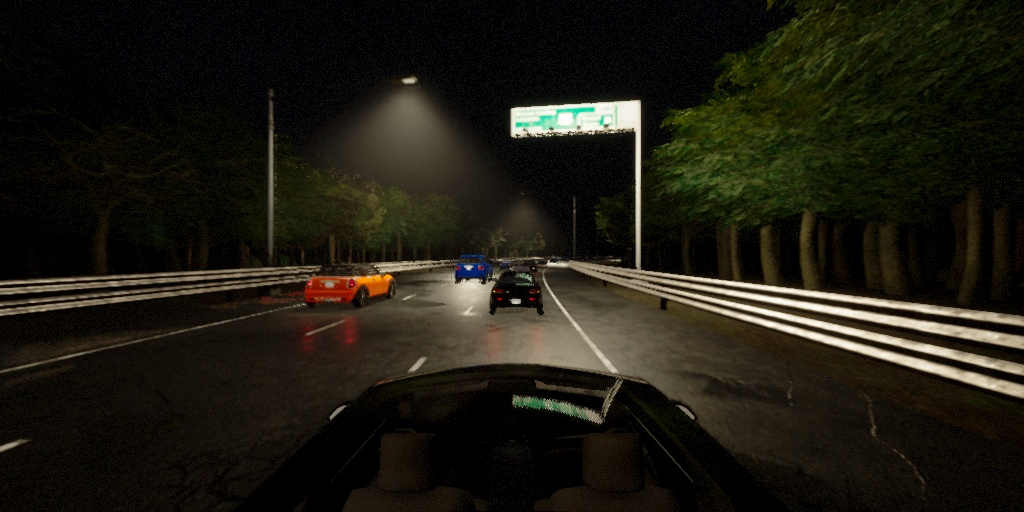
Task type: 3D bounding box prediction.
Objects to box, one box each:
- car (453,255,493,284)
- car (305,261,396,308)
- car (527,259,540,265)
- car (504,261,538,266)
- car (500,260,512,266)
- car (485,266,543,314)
[{"bbox_3d":[-2.728,0.963,26.793,2.150,2.045,5.566,0,0,4],"label":"car"},{"bbox_3d":[-6.661,1.085,15.354,2.097,1.767,4.553,0,0,2],"label":"car"},{"bbox_3d":[2.209,1.267,44.953,1.812,1.442,4.674,0,0,6],"label":"car"},{"bbox_3d":[0.737,1.311,26.318,1.994,1.385,4.181,0,0,3],"label":"car"},{"bbox_3d":[-0.598,1.279,52.289,2.033,1.411,5.357,0,0,7],"label":"car"},{"bbox_3d":[0.198,1.277,13.693,1.812,1.442,4.674,0,0,2],"label":"car"}]
